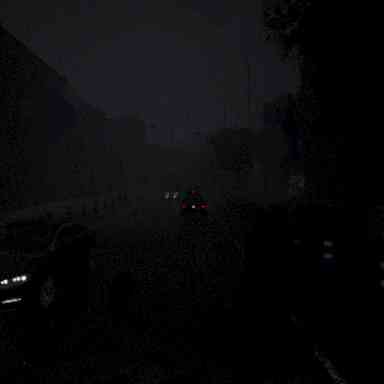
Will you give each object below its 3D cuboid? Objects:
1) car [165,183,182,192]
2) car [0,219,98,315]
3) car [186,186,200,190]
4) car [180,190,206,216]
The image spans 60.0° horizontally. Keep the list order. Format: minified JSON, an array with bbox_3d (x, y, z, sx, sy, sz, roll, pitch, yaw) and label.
[{"bbox_3d":[-2.876,-0.706,52.068,1.994,1.385,4.181,0,3,10],"label":"car"},{"bbox_3d":[-3.600,1.431,7.692,2.128,1.511,4.902,0,1,0],"label":"car"},{"bbox_3d":[0.126,-0.123,42.609,1.994,1.385,4.181,0,3,1],"label":"car"},{"bbox_3d":[0.101,0.912,24.891,2.033,1.411,5.357,0,3,0],"label":"car"}]
